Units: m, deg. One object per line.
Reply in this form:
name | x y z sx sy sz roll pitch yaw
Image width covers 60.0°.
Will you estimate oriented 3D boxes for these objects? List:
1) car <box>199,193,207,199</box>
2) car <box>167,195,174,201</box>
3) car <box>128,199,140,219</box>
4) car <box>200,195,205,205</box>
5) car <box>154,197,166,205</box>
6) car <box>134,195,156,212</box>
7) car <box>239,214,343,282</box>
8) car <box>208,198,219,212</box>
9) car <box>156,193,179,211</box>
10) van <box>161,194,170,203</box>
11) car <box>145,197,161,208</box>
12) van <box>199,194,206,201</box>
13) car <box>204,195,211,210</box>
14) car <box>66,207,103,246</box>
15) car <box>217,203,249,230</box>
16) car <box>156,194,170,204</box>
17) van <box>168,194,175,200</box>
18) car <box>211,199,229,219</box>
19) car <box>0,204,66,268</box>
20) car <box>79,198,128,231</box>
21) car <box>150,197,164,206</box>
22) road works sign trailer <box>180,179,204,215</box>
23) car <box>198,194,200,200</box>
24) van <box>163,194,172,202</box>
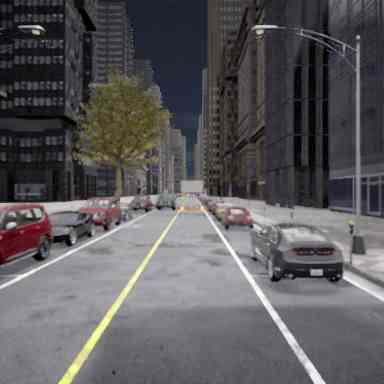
car | 2.789 1.451 60.660 1.967 1.590 4.097 0 0 0
car | -5.723 1.611 89.042 1.802 1.307 4.206 0 0 0
car | -5.751 1.550 26.591 2.008 1.369 4.403 0 0 0
car | 2.787 1.559 54.982 2.008 1.369 4.403 0 0 0
car | -5.736 1.593 60.655 1.802 1.307 4.206 0 0 0
car | -5.746 1.316 37.945 2.192 1.841 5.009 0 0 0
car | 2.767 1.550 9.562 2.008 1.369 4.403 0 0 0
car | 2.777 1.582 32.272 1.802 1.307 4.206 0 0 0
car | -3.074 1.222 41.021 2.150 2.045 5.566 0 0 0
van | -5.731 1.358 72.010 1.690 1.788 3.998 0 0 0
car | -5.741 1.531 49.130 1.752 1.417 4.829 0 0 0
van | 2.801 1.370 89.048 1.690 1.788 3.998 0 0 0
car | 2.779 1.441 37.950 1.967 1.590 4.097 0 0 0
car | -5.756 1.565 15.236 1.947 1.339 4.313 0 0 0
car | 2.772 1.580 20.917 1.802 1.307 4.206 0 0 0
car | -5.734 1.329 66.333 2.192 1.841 5.009 0 0 0
van | -5.721 1.375 94.720 1.690 1.788 3.998 0 0 0
car | 2.774 1.524 26.765 1.752 1.417 4.829 0 0 0
car | -5.758 1.314 9.559 2.192 1.841 5.009 0 0 0
car | -5.753 1.314 20.914 2.192 1.841 5.009 0 0 0
car | -5.738 1.590 54.978 1.802 1.307 4.206 0 0 0
road works sign trailer | 0.016 0.464 34.007 2.380 3.560 2.880 0 0 0
car | 2.794 1.568 72.016 2.008 1.369 4.403 0 0 0
van | -5.729 1.362 77.688 1.690 1.788 3.998 0 0 0
